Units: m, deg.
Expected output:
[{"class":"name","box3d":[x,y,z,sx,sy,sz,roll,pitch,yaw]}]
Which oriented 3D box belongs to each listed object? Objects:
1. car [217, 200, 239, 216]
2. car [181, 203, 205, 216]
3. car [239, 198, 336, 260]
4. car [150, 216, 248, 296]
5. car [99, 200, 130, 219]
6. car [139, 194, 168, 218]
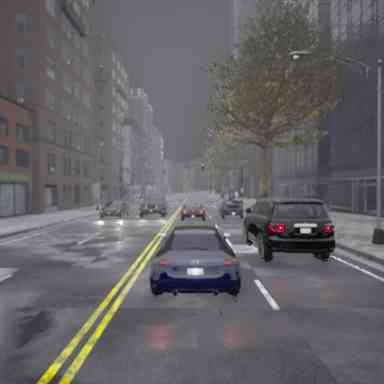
[{"class":"car","box3d":[3.344,1.468,29.108,1.837,1.490,4.892,0,0,0]},{"class":"car","box3d":[0.093,1.566,27.730,1.895,1.301,4.718,0,0,0]},{"class":"car","box3d":[3.340,1.210,12.435,2.150,2.045,5.566,0,0,0]},{"class":"car","box3d":[0.079,1.554,8.658,1.994,1.385,4.181,0,0,0]},{"class":"car","box3d":[-6.596,1.470,28.760,1.837,1.490,4.892,0,0,0]},{"class":"car","box3d":[-3.348,1.185,30.019,2.150,2.045,5.566,0,0,0]}]
